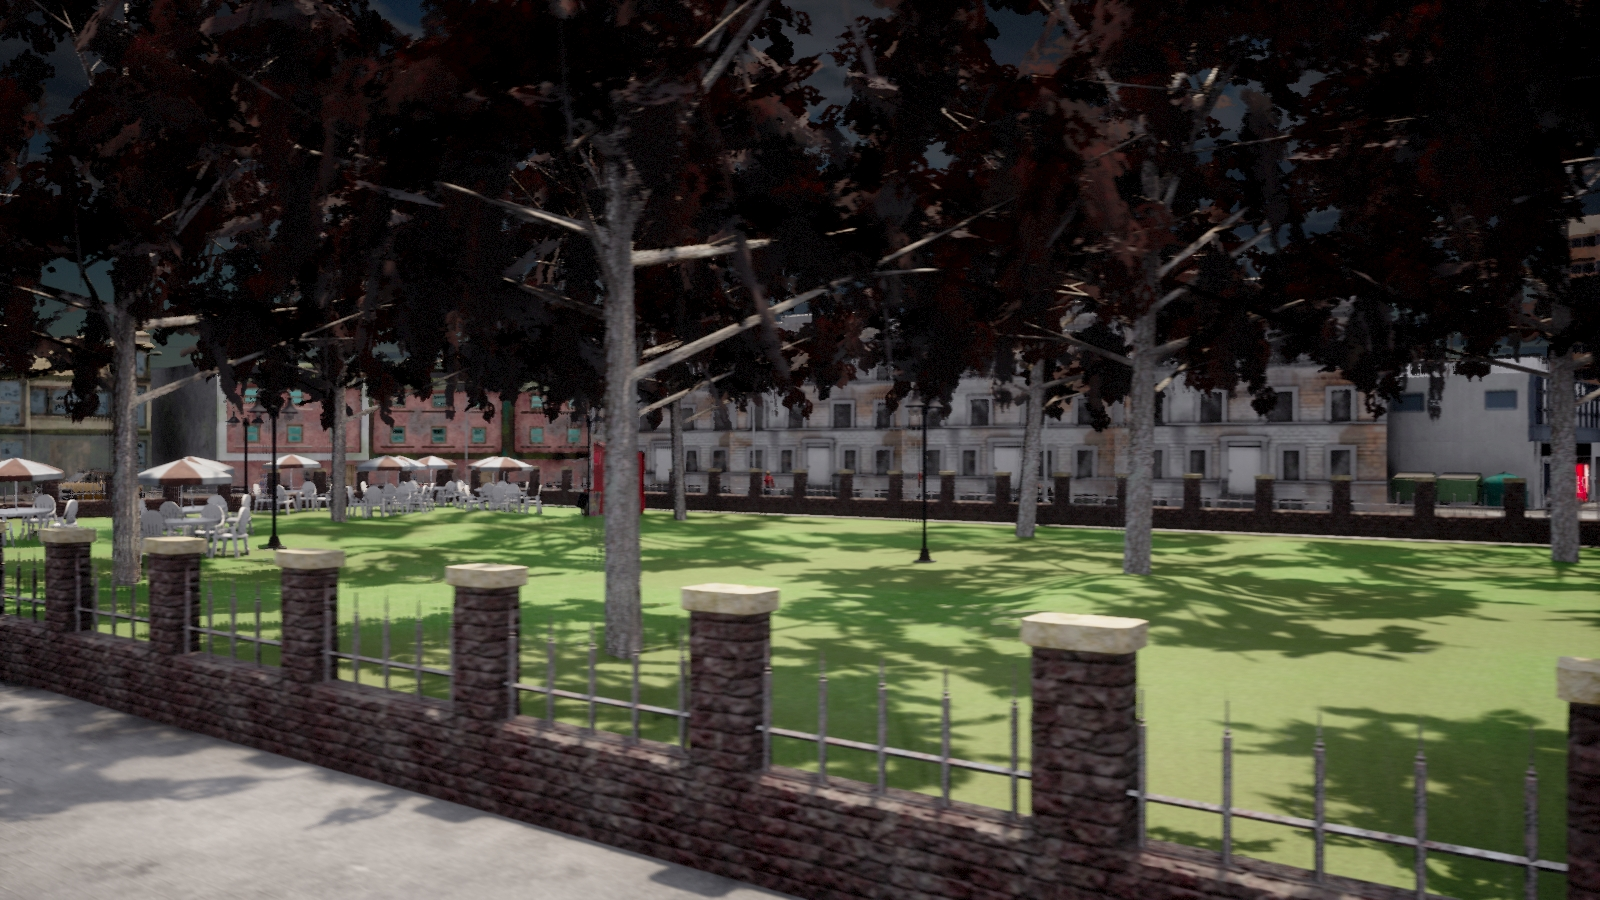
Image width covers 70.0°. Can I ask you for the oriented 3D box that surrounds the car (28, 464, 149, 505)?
[{"bbox_3d":[-34.530,1.644,55.552,1.932,1.855,4.605,0,0,36],"label":"car"}]

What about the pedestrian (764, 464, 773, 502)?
[{"bbox_3d":[-1.569,1.628,56.438,0.375,1.860,0.375,0,0,13],"label":"pedestrian"}]

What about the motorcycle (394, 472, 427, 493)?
[{"bbox_3d":[-23.575,1.962,69.092,1.805,1.236,0.856,0,1,-27],"label":"motorcycle"}]

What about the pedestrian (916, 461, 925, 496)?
[{"bbox_3d":[6.394,1.524,60.574,0.375,1.860,0.375,0,0,37],"label":"pedestrian"}]

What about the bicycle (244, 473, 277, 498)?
[{"bbox_3d":[-29.585,1.934,62.694,0.373,1.296,1.643,0,0,36],"label":"bicycle"}]

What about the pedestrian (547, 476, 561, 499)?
[{"bbox_3d":[-12.488,1.902,58.077,0.500,1.100,0.500,0,0,33],"label":"pedestrian"}]
